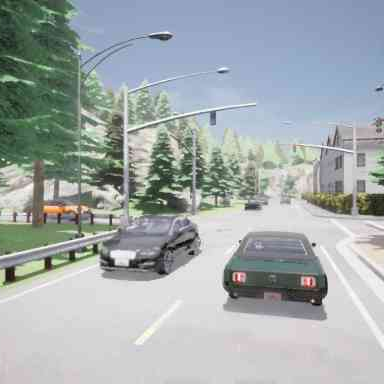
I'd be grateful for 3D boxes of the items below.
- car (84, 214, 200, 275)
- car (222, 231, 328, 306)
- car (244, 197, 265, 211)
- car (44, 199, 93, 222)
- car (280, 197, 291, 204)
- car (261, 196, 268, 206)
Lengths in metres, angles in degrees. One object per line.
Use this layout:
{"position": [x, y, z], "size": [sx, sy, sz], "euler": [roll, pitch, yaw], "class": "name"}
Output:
{"position": [-1.087, 1.491, 10.647], "size": [2.128, 1.511, 4.902], "euler": [0, 0, 16], "class": "car"}
{"position": [2.059, 1.601, 8.143], "size": [1.895, 1.301, 4.718], "euler": [0, 0, 16], "class": "car"}
{"position": [7.652, 1.601, 41.243], "size": [1.895, 1.301, 4.718], "euler": [0, 0, 16], "class": "car"}
{"position": [-10.266, 1.367, 26.566], "size": [4.553, 1.767, 2.097], "euler": [0, 0, 16], "class": "car"}
{"position": [17.363, 1.547, 61.779], "size": [2.033, 1.411, 5.357], "euler": [0, 0, 16], "class": "car"}
{"position": [11.513, 1.491, 54.673], "size": [2.128, 1.511, 4.902], "euler": [0, 0, 16], "class": "car"}
